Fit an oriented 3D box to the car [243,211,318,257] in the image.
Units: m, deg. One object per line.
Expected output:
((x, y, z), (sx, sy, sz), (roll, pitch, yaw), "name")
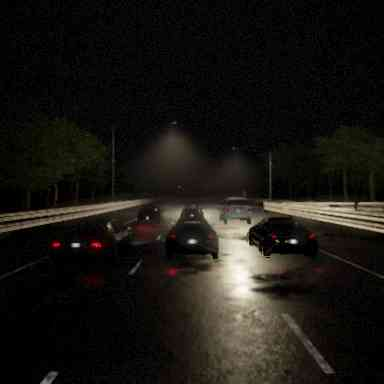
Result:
((3.524, 1.705, 13.540), (1.994, 1.385, 4.181), (0, 0, 0), "car")

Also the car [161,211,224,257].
((0.021, 1.704, 13.512), (1.994, 1.385, 4.181), (0, 0, 0), "car")

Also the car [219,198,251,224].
((3.510, 1.501, 27.582), (2.150, 2.045, 5.566), (0, 0, 0), "car")

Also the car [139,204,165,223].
((-3.482, 1.791, 28.496), (1.837, 1.490, 4.892), (0, 0, 0), "car")

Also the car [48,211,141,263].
((-3.489, 1.677, 12.533), (2.033, 1.411, 5.357), (0, -1, 0), "car")

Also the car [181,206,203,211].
((0.020, 1.848, 28.435), (1.994, 1.385, 4.181), (0, 0, 0), "car")
